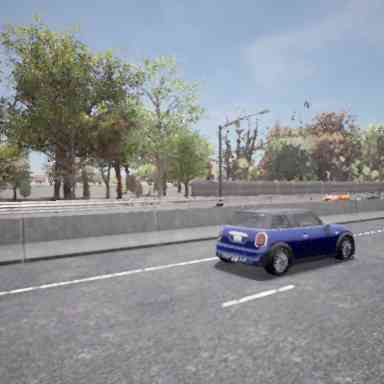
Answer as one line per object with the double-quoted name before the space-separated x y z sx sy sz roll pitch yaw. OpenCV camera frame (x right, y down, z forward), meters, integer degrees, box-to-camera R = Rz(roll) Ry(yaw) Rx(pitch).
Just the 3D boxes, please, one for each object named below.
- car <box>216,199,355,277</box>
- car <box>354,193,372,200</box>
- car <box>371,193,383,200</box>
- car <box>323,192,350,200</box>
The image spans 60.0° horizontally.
"car" 2.977 1.247 10.191 4.553 1.767 2.097 -1 0 -35
"car" 25.065 0.913 47.490 4.902 1.511 2.128 -1 0 -35
"car" 26.590 0.975 44.284 5.357 1.411 2.033 -1 0 -35
"car" 21.391 0.795 49.148 4.553 1.767 2.097 -1 0 -36
